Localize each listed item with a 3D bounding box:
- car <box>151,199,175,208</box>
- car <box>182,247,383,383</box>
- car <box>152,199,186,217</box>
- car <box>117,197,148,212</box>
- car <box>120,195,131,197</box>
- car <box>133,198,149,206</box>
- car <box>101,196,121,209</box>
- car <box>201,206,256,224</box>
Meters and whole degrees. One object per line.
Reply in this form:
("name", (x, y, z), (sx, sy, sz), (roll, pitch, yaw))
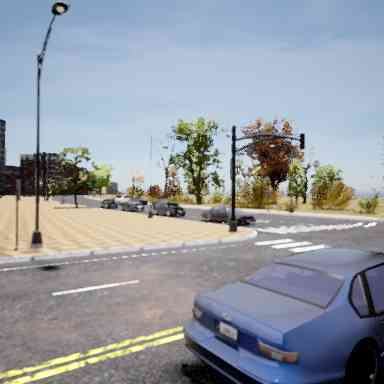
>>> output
("car", (-5.194, 1.988, 59.055), (2.033, 1.411, 5.357), (1, 0, -30))
("car", (2.469, 1.606, 5.093), (5.357, 1.411, 2.033), (1, 0, -35))
("car", (-2.412, 1.803, 35.384), (1.837, 1.490, 4.892), (1, 0, -32))
("car", (-7.851, 1.817, 44.180), (2.128, 1.511, 4.902), (1, 0, -31))
("car", (-13.918, 1.663, 67.709), (2.150, 2.045, 5.566), (1, 0, -29))
("car", (-10.493, 2.030, 68.248), (1.994, 1.385, 4.181), (1, 0, -29))
("car", (-13.148, 1.857, 53.065), (1.837, 1.490, 4.892), (1, 0, -30))
("car", (2.821, 1.818, 27.009), (2.033, 1.411, 5.357), (1, 0, -31))
